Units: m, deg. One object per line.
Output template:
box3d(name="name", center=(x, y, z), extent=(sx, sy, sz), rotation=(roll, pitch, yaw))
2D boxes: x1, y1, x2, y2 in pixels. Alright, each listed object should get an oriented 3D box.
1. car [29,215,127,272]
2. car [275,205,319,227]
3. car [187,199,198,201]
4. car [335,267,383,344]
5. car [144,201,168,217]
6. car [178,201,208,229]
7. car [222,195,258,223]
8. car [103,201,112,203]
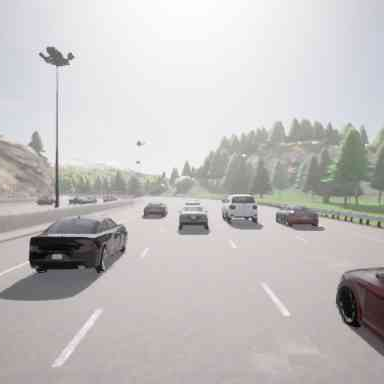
box3d(name="car", center=(-3.404, 1.479, 10.871), extent=(1.882, 1.535, 5.008), rotation=(0, 0, 0))
box3d(name="car", center=(7.090, 1.567, 22.895), extent=(1.994, 1.385, 4.181), rotation=(0, 0, 0))
box3d(name="car", center=(0.083, 1.553, 40.918), extent=(2.033, 1.411, 5.357), rotation=(0, 0, 0))
box3d(name="car", center=(3.598, 1.564, 4.371), extent=(1.994, 1.385, 4.181), rotation=(0, 0, 0))
box3d(name="car", center=(-3.413, 1.569, 31.699), extent=(1.994, 1.385, 4.181), rotation=(0, 0, 0))
box3d(name="car", center=(0.091, 1.551, 21.725), extent=(2.033, 1.411, 5.357), rotation=(0, 0, 0))
box3d(name="car", center=(3.590, 1.225, 25.604), extent=(2.150, 2.045, 5.566), rotation=(0, 0, 0))
box3d(name="car", center=(-14.432, 1.486, 58.830), extent=(1.882, 1.535, 5.008), rotation=(0, 0, -3))
